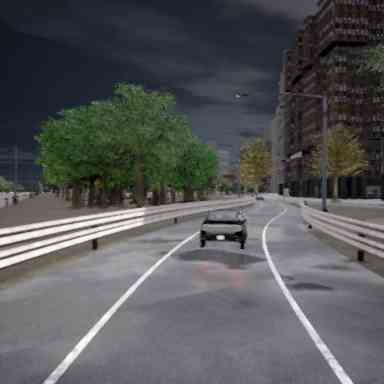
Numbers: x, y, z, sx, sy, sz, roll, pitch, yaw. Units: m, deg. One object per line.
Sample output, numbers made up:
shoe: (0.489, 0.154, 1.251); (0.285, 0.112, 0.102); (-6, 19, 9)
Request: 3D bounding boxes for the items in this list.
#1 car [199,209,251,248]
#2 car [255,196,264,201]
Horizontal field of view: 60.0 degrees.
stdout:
car: (1.542, 1.498, 14.905); (2.128, 1.511, 4.902); (0, 0, 11)
car: (17.305, 1.564, 85.800); (1.895, 1.301, 4.718); (0, 0, 0)
